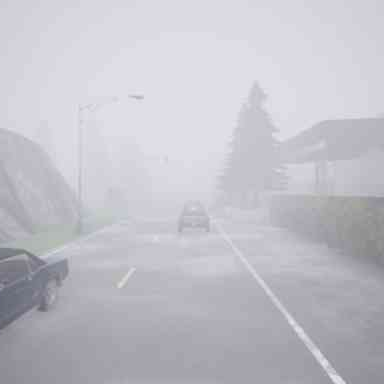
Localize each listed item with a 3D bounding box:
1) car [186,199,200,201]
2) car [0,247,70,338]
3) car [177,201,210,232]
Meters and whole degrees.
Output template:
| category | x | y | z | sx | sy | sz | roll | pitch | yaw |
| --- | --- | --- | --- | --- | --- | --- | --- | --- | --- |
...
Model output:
| category | x | y | z | sx | sy | sz | roll | pitch | yaw |
| --- | --- | --- | --- | --- | --- | --- | --- | --- | --- |
| car | 0.112 | 1.457 | 30.536 | 2.097 | 1.767 | 4.553 | 0 | 0 | 0 |
| car | -3.600 | 1.618 | 5.038 | 1.895 | 1.301 | 4.718 | 0 | 0 | 0 |
| car | 0.107 | 1.562 | 20.536 | 2.128 | 1.511 | 4.902 | 0 | 0 | 0 |
